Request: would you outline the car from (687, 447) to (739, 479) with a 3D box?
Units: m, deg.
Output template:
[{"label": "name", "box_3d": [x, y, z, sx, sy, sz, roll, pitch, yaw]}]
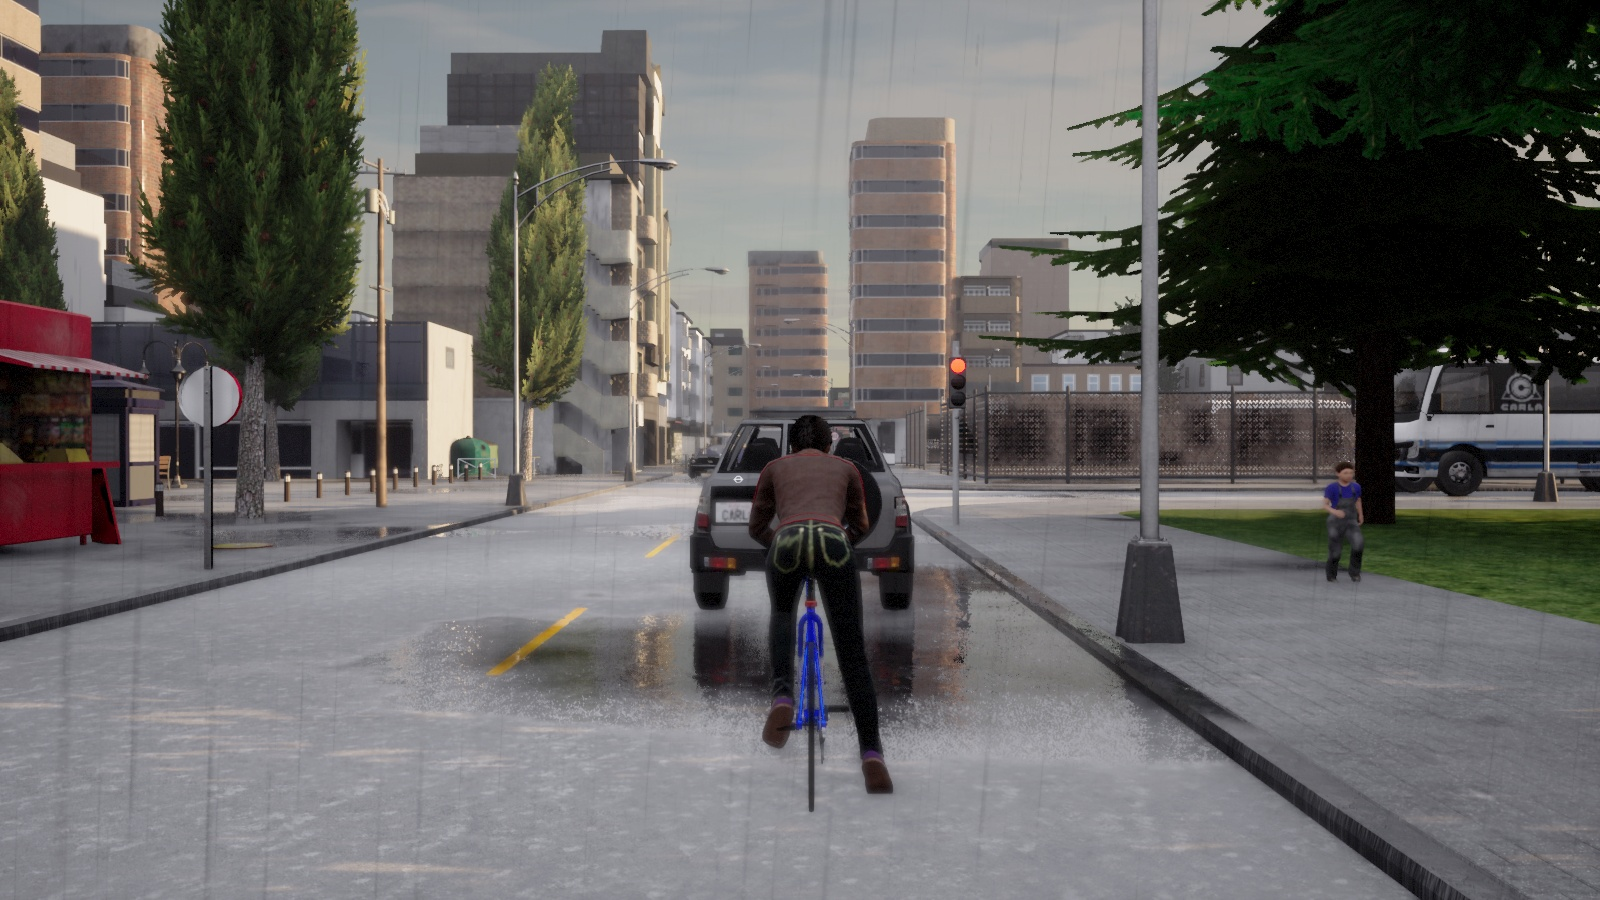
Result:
[{"label": "car", "box_3d": [-3.732, 0.536, 54.580, 1.895, 1.301, 4.718, 0, 0, 0]}]

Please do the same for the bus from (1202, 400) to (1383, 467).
[{"label": "bus", "box_3d": [31.817, -1.065, 81.548, 10.273, 4.253, 3.944, 0, 0, 4]}]

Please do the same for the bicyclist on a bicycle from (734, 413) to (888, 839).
[{"label": "bicyclist on a bicycle", "box_3d": [0.048, 0.668, 5.601, 0.582, 1.620, 1.656, 0, 0, 0]}]

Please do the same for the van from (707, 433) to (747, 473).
[{"label": "van", "box_3d": [-3.689, 0.136, 63.913, 1.775, 1.987, 4.442, 0, 0, 0]}]

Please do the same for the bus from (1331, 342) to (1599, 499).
[{"label": "bus", "box_3d": [21.274, -0.817, 36.157, 10.273, 4.253, 3.944, 0, 0, 0]}]

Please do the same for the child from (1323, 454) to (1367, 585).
[{"label": "child", "box_3d": [5.342, 0.671, 12.321, 0.270, 1.263, 0.437, 0, 0, 5]}]

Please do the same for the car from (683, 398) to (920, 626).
[{"label": "car", "box_3d": [0.062, 0.493, 12.525, 1.932, 1.855, 4.605, 0, 0, 1]}]
